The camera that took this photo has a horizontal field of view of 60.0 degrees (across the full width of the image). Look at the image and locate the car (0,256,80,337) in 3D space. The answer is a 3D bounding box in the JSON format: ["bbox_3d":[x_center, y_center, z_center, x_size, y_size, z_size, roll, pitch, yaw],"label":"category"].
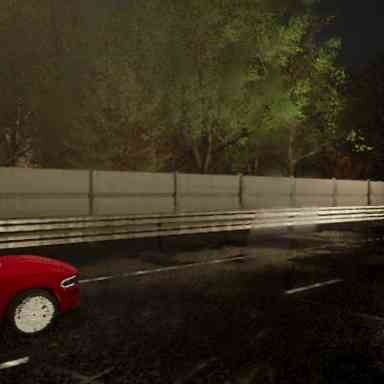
[{"bbox_3d":[-4.277,1.470,4.934,5.008,1.535,1.882,0,0,-36],"label":"car"}]
